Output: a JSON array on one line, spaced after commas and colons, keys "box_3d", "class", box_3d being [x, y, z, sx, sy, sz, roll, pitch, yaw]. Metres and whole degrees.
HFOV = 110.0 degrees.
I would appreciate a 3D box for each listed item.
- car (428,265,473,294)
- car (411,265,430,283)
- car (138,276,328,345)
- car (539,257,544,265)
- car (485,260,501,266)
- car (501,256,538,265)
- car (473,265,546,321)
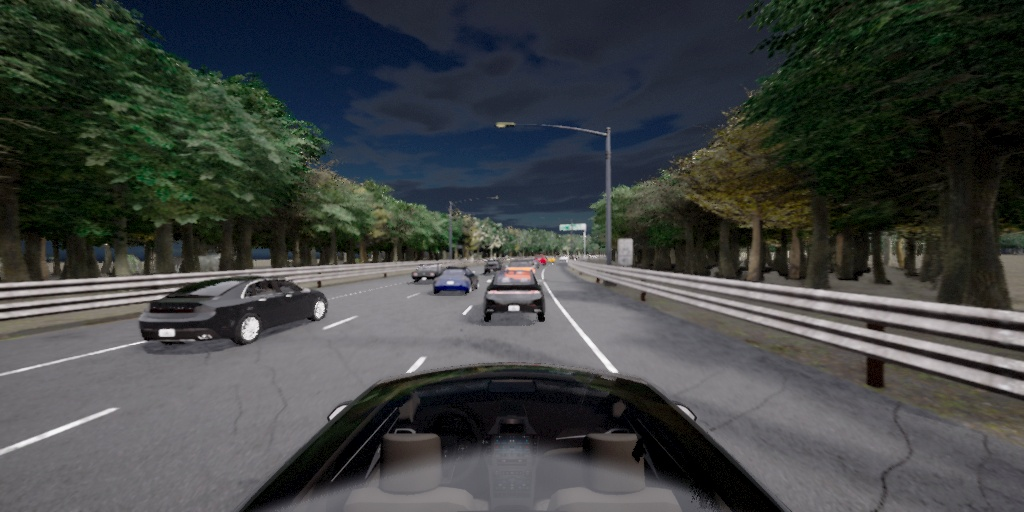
[{"box_3d": [-3.029, 1.302, 20.065, 1.994, 1.385, 4.181, 0, 0, 2], "class": "car"}, {"box_3d": [-6.155, 1.342, 27.821, 1.895, 1.301, 4.718, 0, 0, 3], "class": "car"}, {"box_3d": [-6.827, 1.278, 9.545, 1.837, 1.490, 4.892, 0, 0, 1], "class": "car"}, {"box_3d": [3.267, 1.199, 54.606, 2.033, 1.411, 5.357, 0, 0, 7], "class": "car"}, {"box_3d": [-1.846, 1.207, 38.626, 1.837, 1.490, 4.892, 0, 0, 5], "class": "car"}, {"box_3d": [0.610, 1.063, 25.446, 2.097, 1.767, 4.553, 0, 0, 3], "class": "car"}, {"box_3d": [0.107, 1.227, 12.328, 2.128, 1.511, 4.902, 0, 0, 1], "class": "car"}]
